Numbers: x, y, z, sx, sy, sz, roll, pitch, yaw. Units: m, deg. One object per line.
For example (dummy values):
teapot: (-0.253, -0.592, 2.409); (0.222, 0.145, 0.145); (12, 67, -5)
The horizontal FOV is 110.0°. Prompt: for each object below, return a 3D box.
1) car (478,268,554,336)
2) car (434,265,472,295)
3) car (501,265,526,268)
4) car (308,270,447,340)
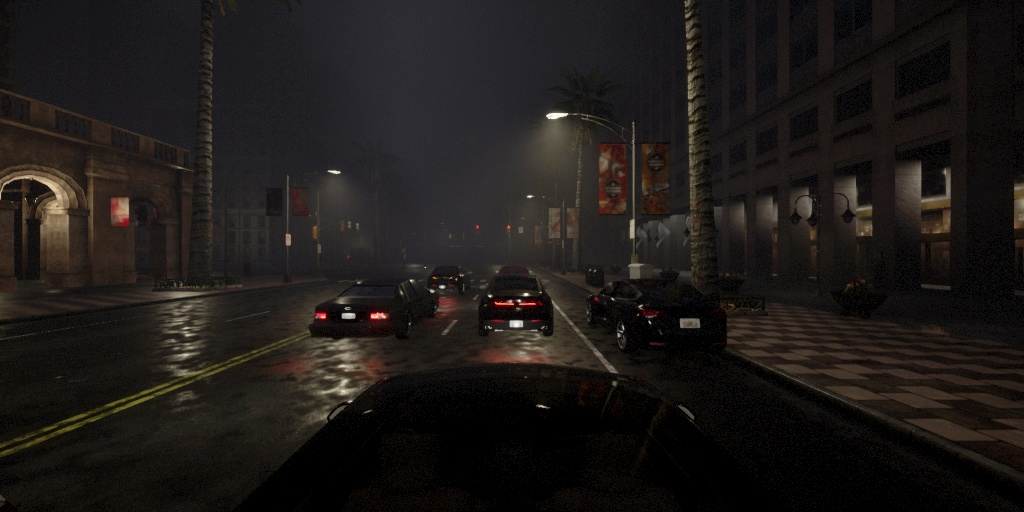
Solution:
car: (0.091, 1.254, 10.369); (1.837, 1.490, 4.892); (0, 0, 0)
car: (-3.395, 1.255, 19.876); (1.837, 1.490, 4.892); (0, 0, 0)
car: (0.100, 1.228, 19.819); (1.882, 1.535, 5.008); (0, 0, 0)
car: (-3.399, 1.297, 9.987); (2.033, 1.411, 5.357); (0, 0, 0)
